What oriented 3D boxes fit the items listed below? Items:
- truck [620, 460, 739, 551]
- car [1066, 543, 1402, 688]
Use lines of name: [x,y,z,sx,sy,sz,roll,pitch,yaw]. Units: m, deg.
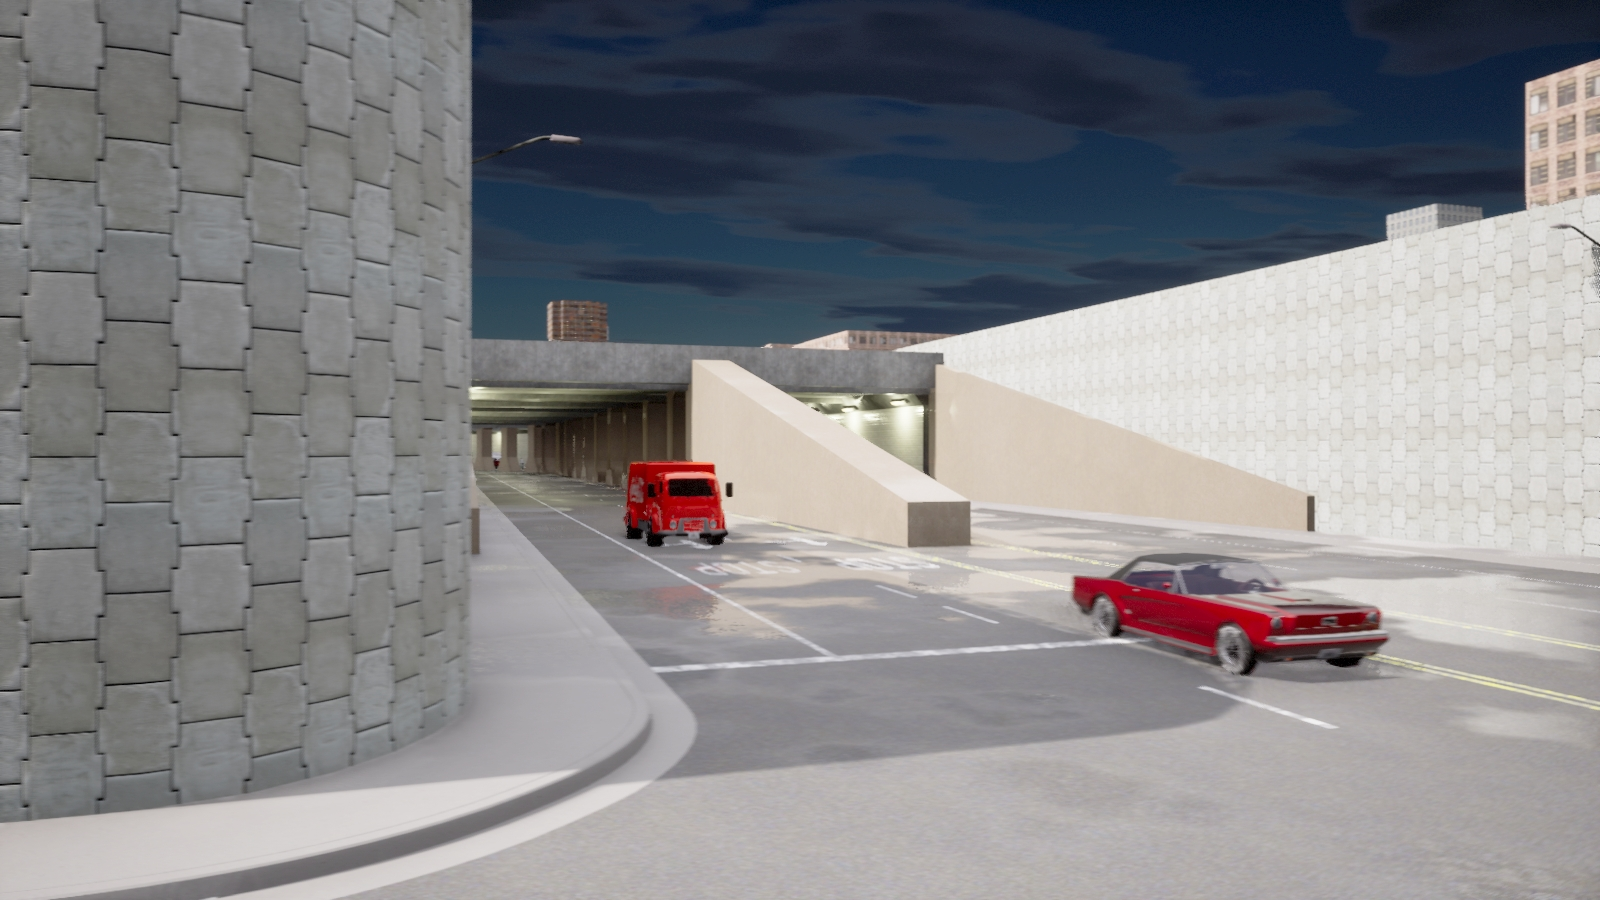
truck: [-3.794,1.579,34.878,2.627,2.467,5.204,0,0,-17]
car: [5.807,2.161,16.039,1.895,1.301,4.718,0,0,-17]
